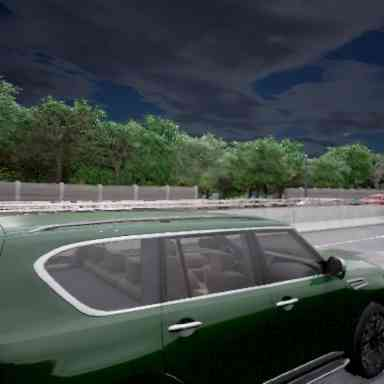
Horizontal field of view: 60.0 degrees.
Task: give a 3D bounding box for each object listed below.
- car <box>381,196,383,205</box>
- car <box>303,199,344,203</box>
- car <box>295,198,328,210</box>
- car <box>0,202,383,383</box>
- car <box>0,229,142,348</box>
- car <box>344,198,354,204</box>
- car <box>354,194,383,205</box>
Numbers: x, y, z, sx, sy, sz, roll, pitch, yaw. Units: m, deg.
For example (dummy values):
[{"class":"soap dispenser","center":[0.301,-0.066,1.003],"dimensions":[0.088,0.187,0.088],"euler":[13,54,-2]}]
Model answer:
[{"class":"car","center":[11.982,1.307,16.541],"dimensions":[5.566,2.045,2.150],"euler":[0,0,-35]},{"class":"car","center":[10.610,1.450,28.688],"dimensions":[4.553,1.767,2.097],"euler":[0,0,-35]},{"class":"car","center":[16.453,1.636,45.706],"dimensions":[4.674,1.442,1.812],"euler":[0,0,-35]},{"class":"car","center":[0.194,1.235,3.881],"dimensions":[5.566,2.045,2.150],"euler":[1,0,-35]},{"class":"car","center":[-3.701,1.548,5.411],"dimensions":[5.357,1.411,2.033],"euler":[0,0,-36]},{"class":"car","center":[21.140,1.619,44.739],"dimensions":[4.892,1.490,1.837],"euler":[0,0,-35]},{"class":"car","center":[23.256,1.335,41.955],"dimensions":[5.566,2.045,2.150],"euler":[0,0,-35]}]
